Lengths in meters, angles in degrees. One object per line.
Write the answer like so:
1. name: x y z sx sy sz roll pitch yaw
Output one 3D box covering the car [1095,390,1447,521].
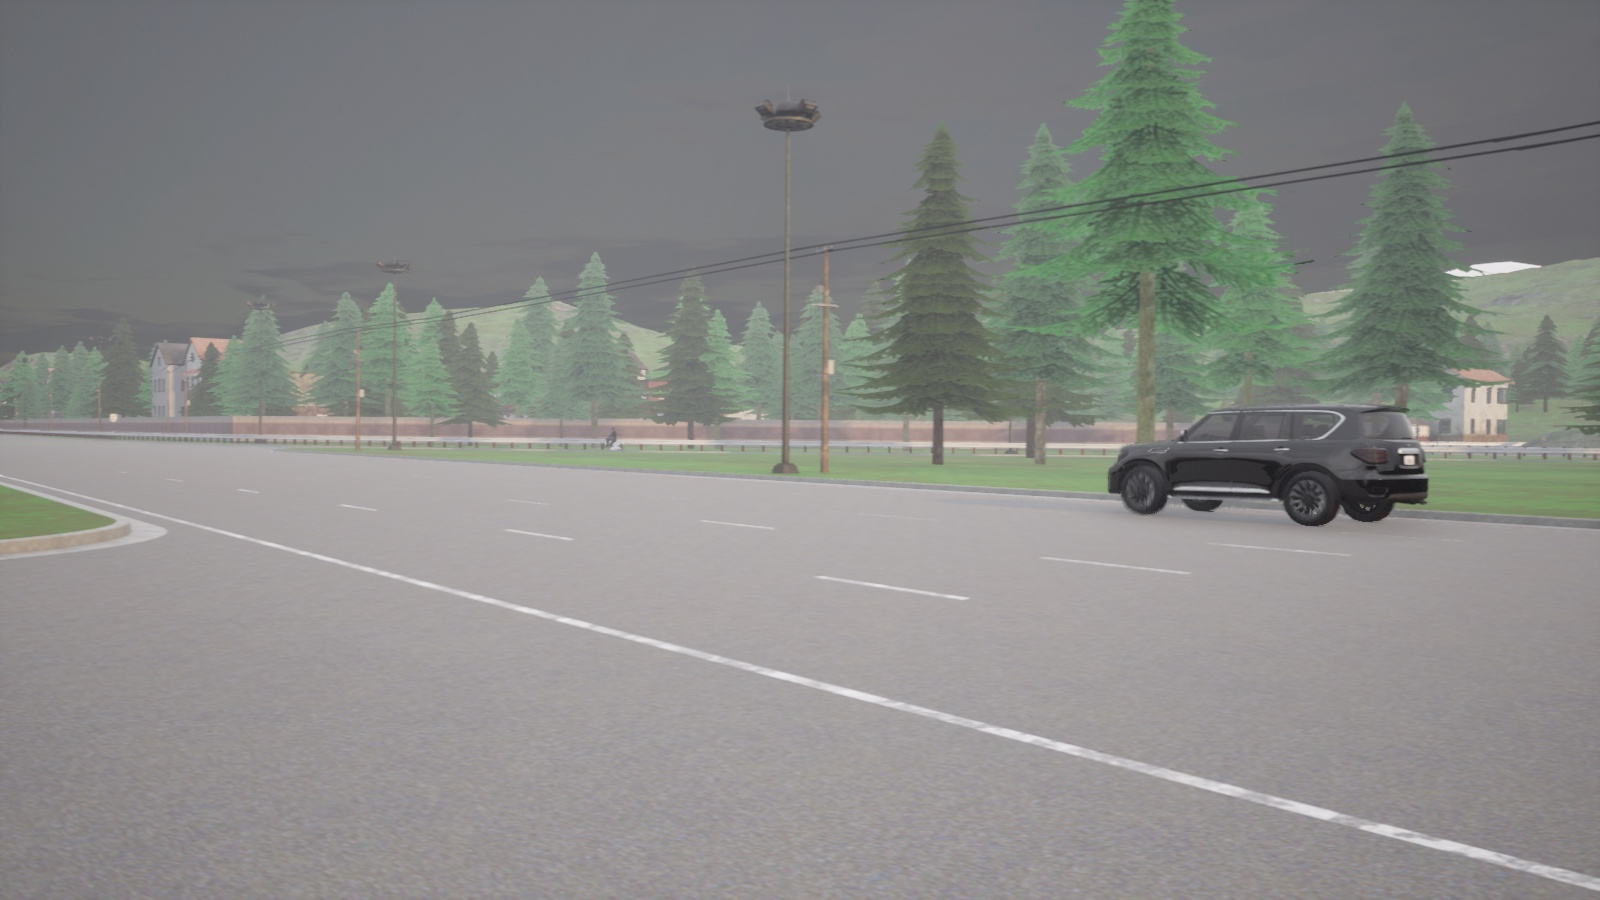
1. car: 8.218 0.061 22.467 2.150 2.045 5.566 -1 1 -39
